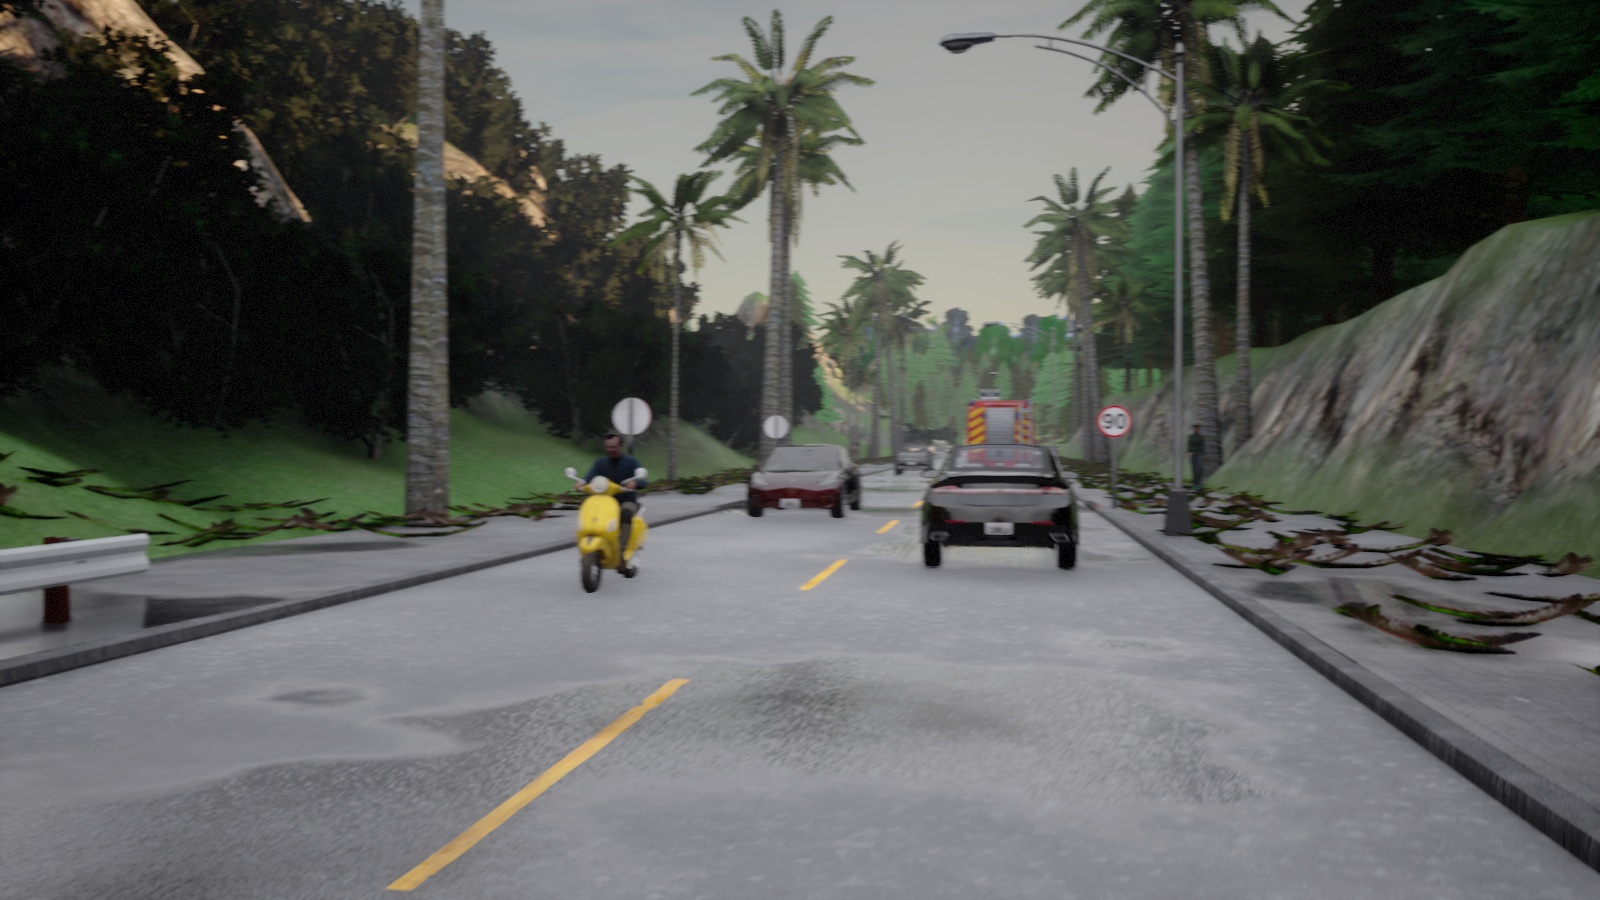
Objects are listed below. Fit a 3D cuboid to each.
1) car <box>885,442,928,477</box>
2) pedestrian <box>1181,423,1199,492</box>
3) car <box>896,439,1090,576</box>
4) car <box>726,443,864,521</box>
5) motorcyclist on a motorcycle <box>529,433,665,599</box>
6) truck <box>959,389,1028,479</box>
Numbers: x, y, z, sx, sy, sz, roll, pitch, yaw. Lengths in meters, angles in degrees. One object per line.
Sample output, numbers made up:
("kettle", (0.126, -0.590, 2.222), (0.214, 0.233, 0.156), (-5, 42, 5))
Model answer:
("car", (5.037, 0.421, 59.112), (1.789, 1.549, 3.705), (0, 0, 9))
("pedestrian", (10.635, 0.198, 34.249), (0.353, 1.847, 0.614), (0, 0, 9))
("car", (2.518, 0.622, 16.450), (2.128, 1.511, 4.902), (0, 0, 9))
("car", (0.014, 0.603, 26.472), (2.163, 1.488, 4.792), (0, 0, 9))
("motorcyclist on a motorcycle", (-2.059, 0.623, 12.995), (0.866, 1.590, 1.817), (0, 0, 9))
("truck", (8.876, -0.702, 57.729), (2.891, 3.827, 8.468), (0, 0, 9))
